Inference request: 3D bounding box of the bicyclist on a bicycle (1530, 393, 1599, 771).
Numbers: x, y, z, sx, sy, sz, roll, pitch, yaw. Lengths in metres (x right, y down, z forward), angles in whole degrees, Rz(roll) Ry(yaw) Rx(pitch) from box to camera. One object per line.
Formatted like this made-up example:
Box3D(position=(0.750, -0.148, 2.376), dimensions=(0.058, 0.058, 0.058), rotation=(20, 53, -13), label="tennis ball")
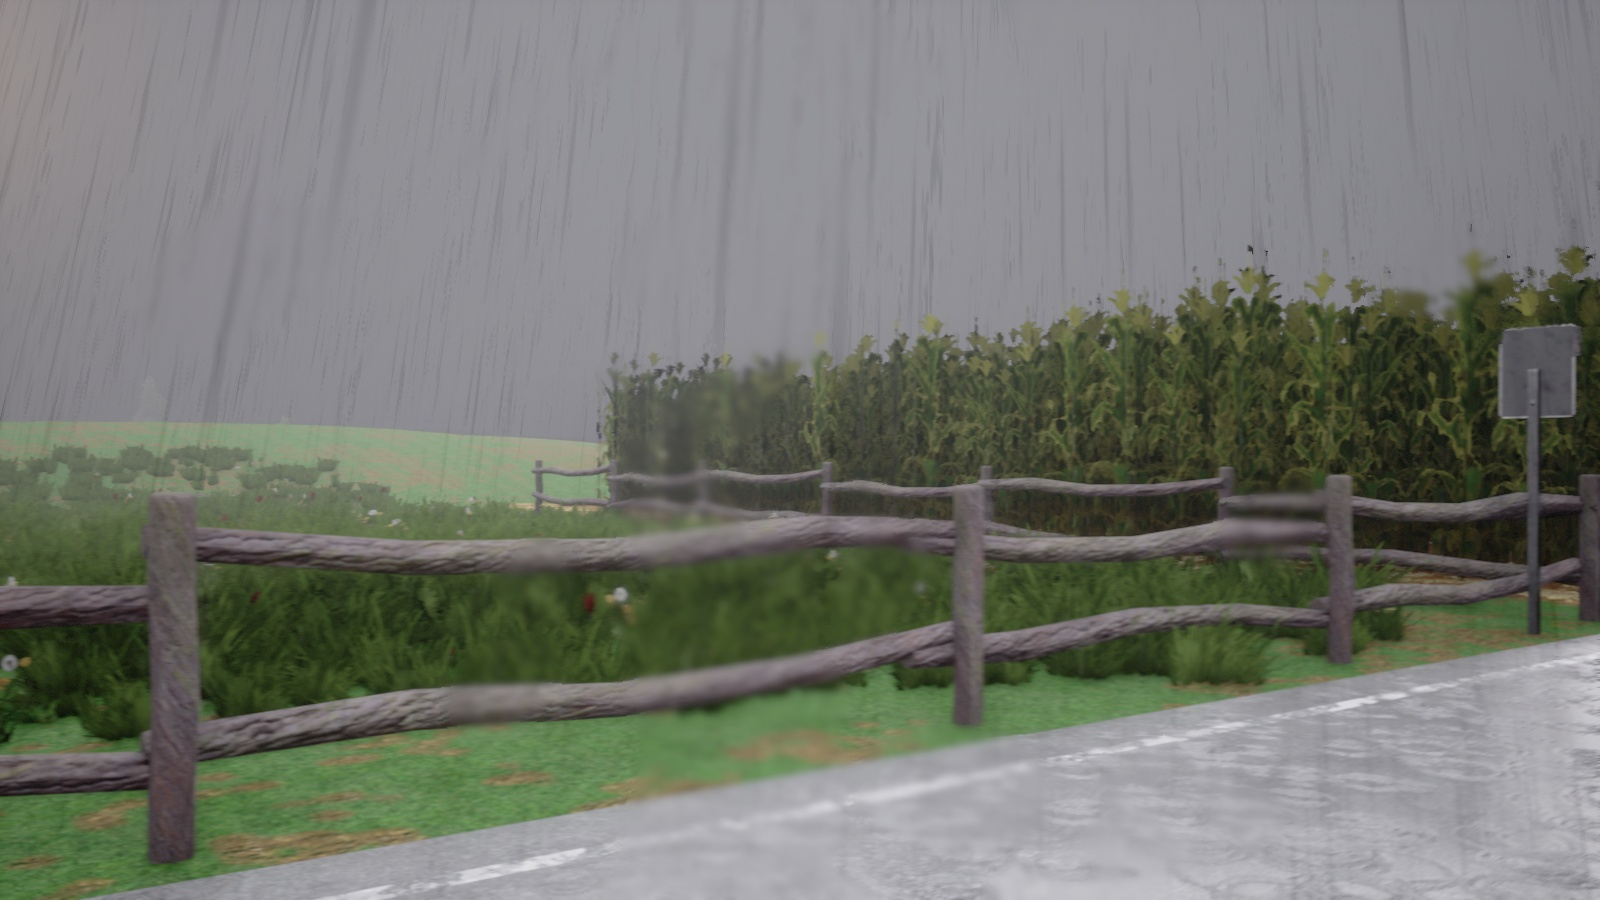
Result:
Box3D(position=(4.527, 0.621, 6.412), dimensions=(1.843, 1.776, 0.659), rotation=(0, 0, -35), label="bicyclist on a bicycle")
